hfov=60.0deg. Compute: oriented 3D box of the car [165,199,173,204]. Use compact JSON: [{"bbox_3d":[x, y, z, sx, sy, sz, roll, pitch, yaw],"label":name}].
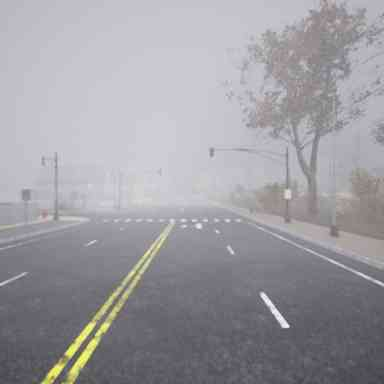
[{"bbox_3d":[-6.533,2.692,95.410,1.812,1.442,4.674,0,-1,0],"label":"car"}]
